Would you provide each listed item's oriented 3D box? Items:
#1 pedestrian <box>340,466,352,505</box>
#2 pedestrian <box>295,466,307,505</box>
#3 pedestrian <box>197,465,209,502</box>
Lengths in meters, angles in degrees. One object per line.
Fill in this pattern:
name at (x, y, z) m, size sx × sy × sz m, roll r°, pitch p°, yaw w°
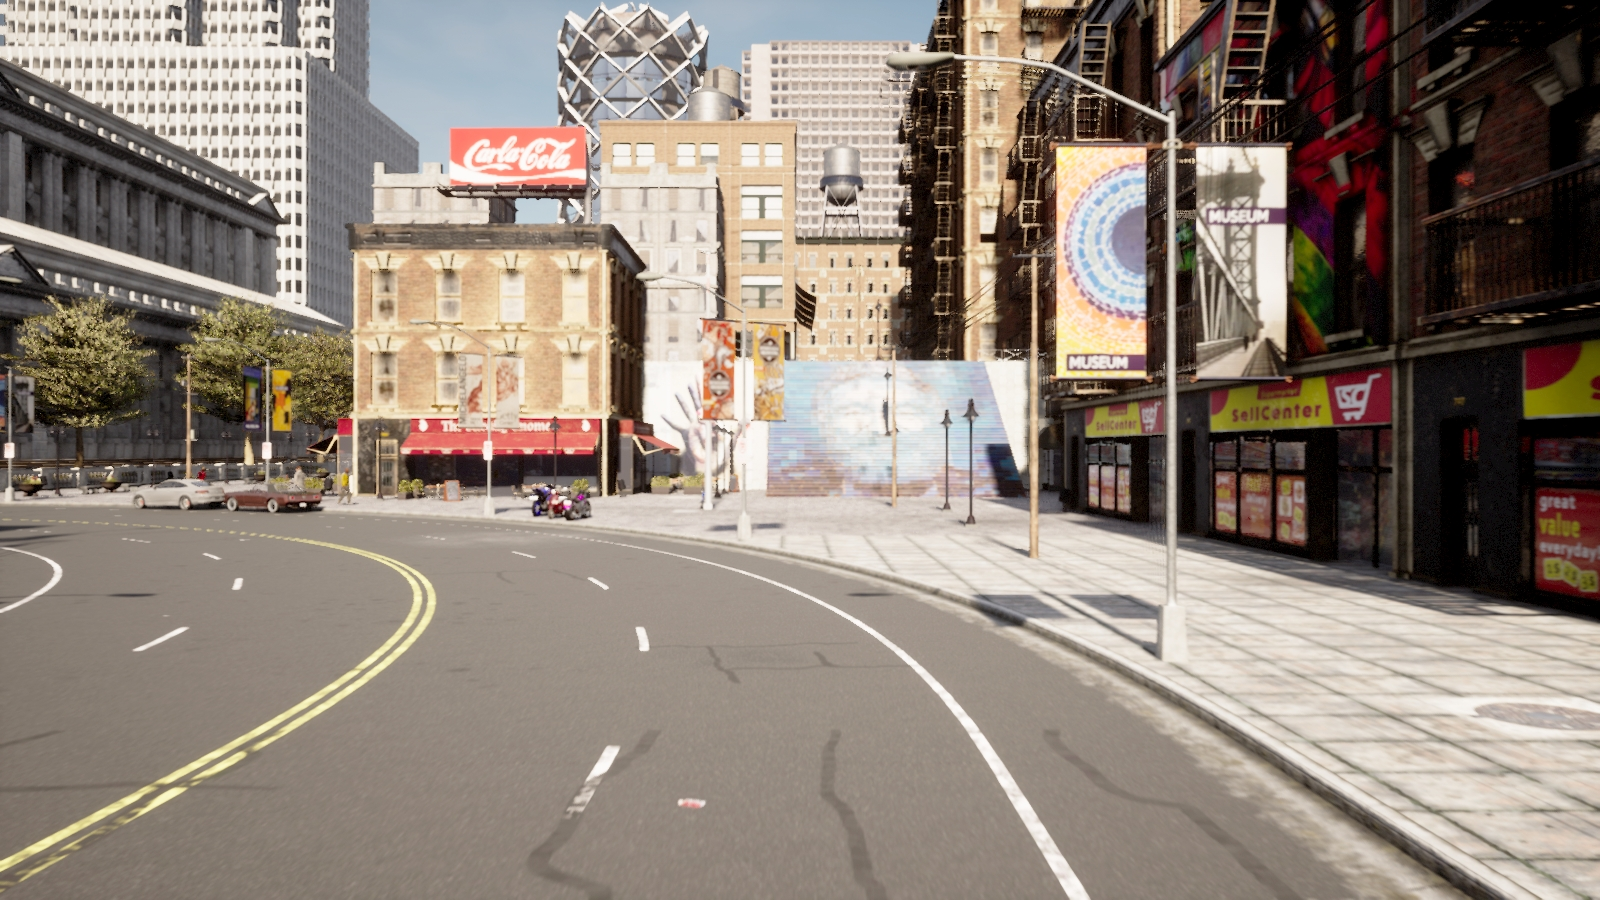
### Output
pedestrian at (-21.604, 1.696, 54.424) m, size 0.375 × 1.860 × 0.375 m, roll 0°, pitch 0°, yaw 23°
pedestrian at (-23.805, 1.696, 54.496) m, size 0.375 × 1.860 × 0.375 m, roll 0°, pitch 0°, yaw 25°
pedestrian at (-30.569, 1.698, 58.481) m, size 0.375 × 1.860 × 0.375 m, roll 0°, pitch 0°, yaw 17°
